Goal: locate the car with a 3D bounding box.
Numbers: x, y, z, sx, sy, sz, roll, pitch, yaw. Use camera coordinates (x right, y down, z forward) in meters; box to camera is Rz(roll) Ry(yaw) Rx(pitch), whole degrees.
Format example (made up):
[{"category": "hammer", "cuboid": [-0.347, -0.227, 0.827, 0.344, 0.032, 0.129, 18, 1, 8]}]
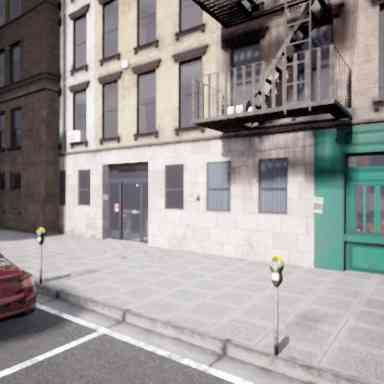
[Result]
[{"category": "car", "cuboid": [-4.453, 1.555, 6.017, 4.206, 1.307, 1.802, 0, 0, 36]}]
